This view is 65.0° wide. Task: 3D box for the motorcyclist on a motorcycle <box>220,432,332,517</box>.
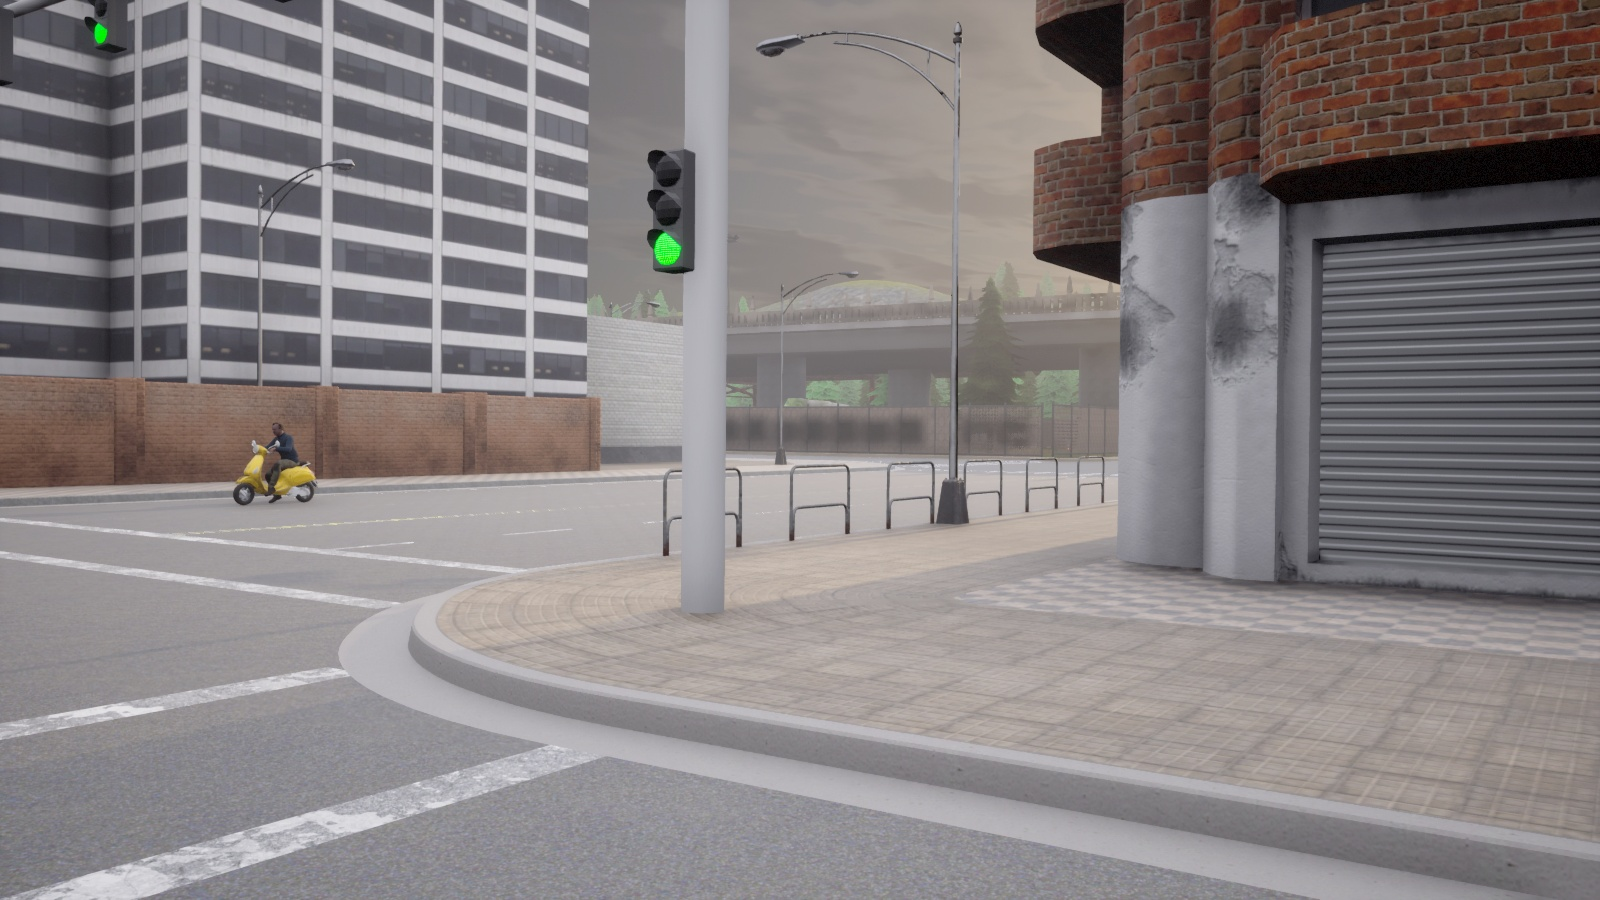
[{"bbox_3d":[-10.189,0.443,24.478,0.866,1.590,1.817,0,1,33],"label":"motorcyclist on a motorcycle"}]
